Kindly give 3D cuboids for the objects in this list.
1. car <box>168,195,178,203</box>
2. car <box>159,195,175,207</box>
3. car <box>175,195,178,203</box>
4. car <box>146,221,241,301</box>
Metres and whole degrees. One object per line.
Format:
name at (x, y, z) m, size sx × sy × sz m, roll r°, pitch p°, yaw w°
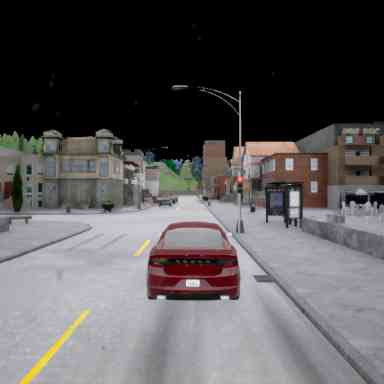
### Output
car at (-4.011, 1.500, 72.078) m, size 1.837 × 1.490 × 4.892 m, roll 0°, pitch 0°, yaw 0°
car at (-4.108, 1.505, 51.988) m, size 1.837 × 1.490 × 4.892 m, roll 0°, pitch 0°, yaw 0°
car at (-4.064, 1.601, 61.958) m, size 1.895 × 1.301 × 4.718 m, roll 0°, pitch 0°, yaw 0°
car at (0.049, 1.478, 8.416) m, size 1.882 × 1.535 × 5.008 m, roll 0°, pitch 0°, yaw 1°
